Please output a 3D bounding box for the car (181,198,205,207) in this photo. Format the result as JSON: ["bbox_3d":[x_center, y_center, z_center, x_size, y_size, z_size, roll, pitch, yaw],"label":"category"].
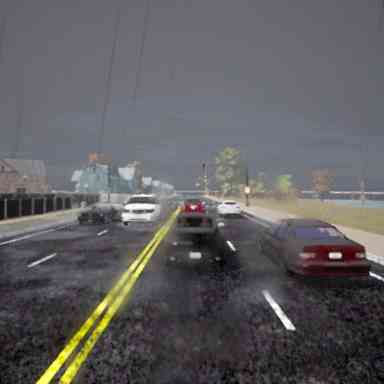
[{"bbox_3d":[0.091,1.295,29.010,2.097,1.767,4.553,0,0,0],"label":"car"}]

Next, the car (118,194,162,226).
[{"bbox_3d":[-3.356,1.174,23.259,2.150,2.045,5.566,0,0,0],"label":"car"}]

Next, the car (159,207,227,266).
[{"bbox_3d":[0.094,1.479,11.483,1.837,1.490,4.892,0,0,0],"label":"car"}]

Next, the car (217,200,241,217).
[{"bbox_3d":[3.342,1.467,30.427,1.812,1.442,4.674,0,0,0],"label":"car"}]

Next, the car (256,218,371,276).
[{"bbox_3d":[3.346,1.524,10.279,2.033,1.411,5.357,0,0,0],"label":"car"}]

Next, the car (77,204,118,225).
[{"bbox_3d":[-6.605,1.552,23.818,1.895,1.301,4.718,0,0,0],"label":"car"}]
